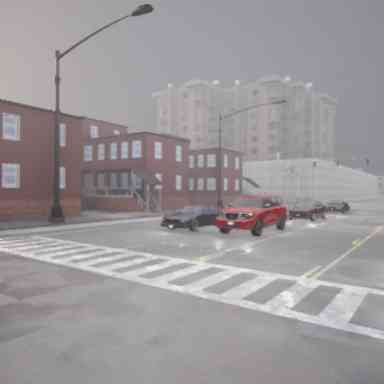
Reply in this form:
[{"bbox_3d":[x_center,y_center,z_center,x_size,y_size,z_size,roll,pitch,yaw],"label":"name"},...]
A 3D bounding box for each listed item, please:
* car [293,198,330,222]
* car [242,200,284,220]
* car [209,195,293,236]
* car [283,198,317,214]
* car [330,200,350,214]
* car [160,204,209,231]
[{"bbox_3d":[9.263,1.427,26.611,1.882,1.535,5.008,0,0,35],"label":"car"},{"bbox_3d":[6.115,1.452,28.211,1.812,1.442,4.674,0,0,35],"label":"car"},{"bbox_3d":[3.477,1.171,18.504,2.150,2.045,5.566,0,0,35],"label":"car"},{"bbox_3d":[11.884,1.418,36.279,2.128,1.511,4.902,0,0,36],"label":"car"},{"bbox_3d":[15.105,1.513,34.770,1.994,1.385,4.181,0,0,35],"label":"car"},{"bbox_3d":[0.393,1.474,20.214,2.033,1.411,5.357,0,0,35],"label":"car"}]
